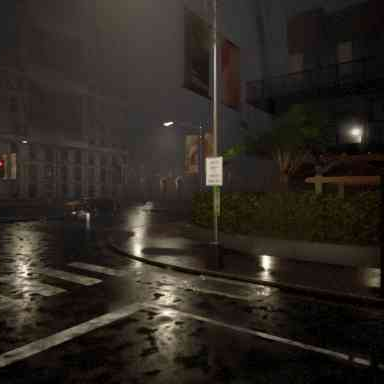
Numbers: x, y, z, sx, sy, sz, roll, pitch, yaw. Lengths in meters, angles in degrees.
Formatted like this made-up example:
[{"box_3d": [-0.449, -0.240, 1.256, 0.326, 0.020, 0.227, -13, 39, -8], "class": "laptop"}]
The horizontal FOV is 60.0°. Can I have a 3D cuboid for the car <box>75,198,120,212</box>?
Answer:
[{"box_3d": [-10.527, 1.505, 38.309, 1.837, 1.490, 4.892, 0, 0, 36], "class": "car"}]

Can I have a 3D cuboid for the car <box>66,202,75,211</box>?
[{"box_3d": [-13.024, 1.477, 40.851, 1.882, 1.535, 5.008, 0, 0, 35], "class": "car"}]
